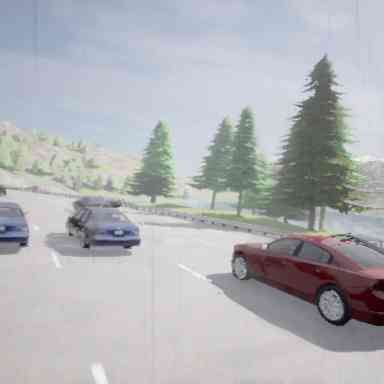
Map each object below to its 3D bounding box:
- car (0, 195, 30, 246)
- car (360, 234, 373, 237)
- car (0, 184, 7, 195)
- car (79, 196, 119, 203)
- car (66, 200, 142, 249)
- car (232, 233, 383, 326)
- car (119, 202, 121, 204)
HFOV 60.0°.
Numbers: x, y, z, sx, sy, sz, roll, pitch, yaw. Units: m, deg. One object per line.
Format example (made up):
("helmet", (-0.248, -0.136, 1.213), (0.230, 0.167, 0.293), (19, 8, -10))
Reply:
("car", (-6.996, 1.044, 12.102), (2.033, 1.411, 5.357), (5, 0, -30))
("car", (5.241, 2.062, 11.022), (1.994, 1.385, 4.181), (5, 0, -27))
("car", (-25.944, -0.363, 44.053), (1.837, 1.490, 4.892), (6, -1, -43))
("car", (-8.321, 1.029, 27.552), (2.033, 1.411, 5.357), (5, 0, -35))
("car", (-3.699, 1.323, 13.328), (2.033, 1.411, 5.357), (5, 0, -30))
("car", (2.873, 1.762, 7.991), (1.882, 1.535, 5.008), (5, 0, -26))
("car", (-9.184, 1.056, 34.773), (1.895, 1.301, 4.718), (5, 0, -36))
